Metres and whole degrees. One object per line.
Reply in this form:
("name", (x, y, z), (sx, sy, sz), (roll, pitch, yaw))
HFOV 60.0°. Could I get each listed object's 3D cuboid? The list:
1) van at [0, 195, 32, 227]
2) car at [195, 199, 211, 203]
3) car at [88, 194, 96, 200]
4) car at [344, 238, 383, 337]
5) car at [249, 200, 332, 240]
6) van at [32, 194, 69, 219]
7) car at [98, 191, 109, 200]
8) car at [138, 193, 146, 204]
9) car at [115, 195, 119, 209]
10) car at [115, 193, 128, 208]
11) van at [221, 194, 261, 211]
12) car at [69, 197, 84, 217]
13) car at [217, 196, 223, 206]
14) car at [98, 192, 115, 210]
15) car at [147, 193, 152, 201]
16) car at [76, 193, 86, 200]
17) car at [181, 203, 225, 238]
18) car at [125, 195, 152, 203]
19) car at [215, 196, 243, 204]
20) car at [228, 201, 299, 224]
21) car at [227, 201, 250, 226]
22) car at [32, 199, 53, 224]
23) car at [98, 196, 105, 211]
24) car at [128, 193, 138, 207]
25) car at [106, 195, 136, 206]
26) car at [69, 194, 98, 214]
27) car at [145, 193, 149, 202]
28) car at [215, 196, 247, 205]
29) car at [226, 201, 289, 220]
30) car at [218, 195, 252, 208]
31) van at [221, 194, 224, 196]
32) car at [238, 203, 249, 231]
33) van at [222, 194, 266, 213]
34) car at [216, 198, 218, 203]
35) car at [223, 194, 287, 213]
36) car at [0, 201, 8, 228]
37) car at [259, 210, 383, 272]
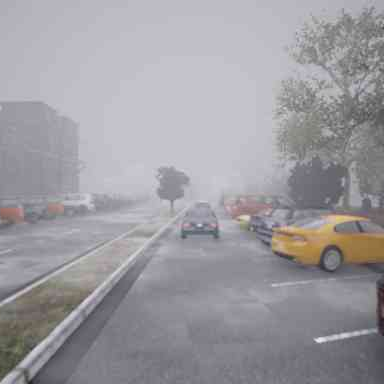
("van", (-12.836, 1.247, 20.928), (4.442, 1.987, 1.878), (-1, 0, -18))
("car", (1.263, 1.532, 39.334), (1.812, 1.442, 4.674), (0, 0, 2))
("car", (-25.922, 1.207, 86.262), (2.002, 1.452, 4.674), (1, -1, -17))
("car", (4.890, 1.517, 4.652), (4.792, 1.488, 2.163), (1, 0, -19))
("car", (5.008, 1.361, 13.519), (4.553, 1.767, 2.185), (1, 0, -18))
("van", (-12.603, 1.249, 26.948), (4.442, 1.987, 1.878), (-1, 0, -18))
("car", (-22.951, 0.912, 86.083), (2.435, 2.045, 5.566), (1, -1, -17))
("car", (-11.345, 1.485, 59.958), (5.008, 1.535, 2.097), (-1, 0, -17))
("car", (-12.074, 1.509, 41.936), (4.792, 1.488, 2.163), (-1, 0, -18))
("car", (-11.958, 1.229, 44.942), (5.566, 2.045, 2.435), (-1, 0, -18))
("van", (5.924, 1.262, 40.238), (4.442, 1.987, 1.878), (1, 0, -18))
("car", (-12.591, 1.477, 29.914), (5.008, 1.535, 2.097), (-1, 0, -18))
("car", (5.502, 1.483, 31.294), (5.366, 1.575, 1.946), (1, 0, -18))
("car", (-12.252, 1.228, 38.907), (5.566, 2.045, 2.435), (-1, 0, -18))
("car", (-11.099, 1.224, 65.979), (5.566, 2.045, 2.435), (-1, 0, -17))
("car", (-28.875, 1.170, 86.417), (2.231, 1.521, 4.892), (0, -1, -17))
("car", (0.440, 1.551, 17.585), (2.033, 1.411, 5.357), (0, 0, 2))
("car", (-11.115, 1.460, 68.957), (5.366, 1.575, 1.946), (-1, 1, -17))
("car", (6.924, 1.492, 62.341), (4.892, 1.521, 2.231), (1, 0, -18))
("car", (5.418, 1.517, 25.392), (4.792, 1.488, 2.163), (1, 0, -18))
("car", (5.047, 1.482, 19.400), (5.366, 1.575, 1.946), (1, 0, -18))
("car", (-12.855, 1.505, 23.886), (4.792, 1.488, 2.163), (-1, 0, -18))
("car", (-12.348, 1.478, 35.919), (5.008, 1.535, 2.097), (-1, 0, -18))
("car", (-11.711, 1.231, 50.951), (5.566, 2.045, 2.435), (-1, 0, -18))
("car", (-11.575, 1.357, 53.944), (4.553, 1.767, 2.185), (-1, 0, -18))
("car", (-12.495, 1.227, 32.904), (5.566, 2.045, 2.435), (-1, 0, -18))
("car", (-11.206, 1.522, 62.980), (4.674, 1.452, 2.002), (-1, 0, -17))
("car", (6.965, 1.490, 59.012), (5.366, 1.575, 1.946), (1, 0, -18))
("car", (5.588, 1.518, 28.391), (4.792, 1.488, 2.163), (1, 0, -18))
("car", (6.360, 1.364, 49.193), (4.553, 1.767, 2.185), (1, 0, -18))
("van", (5.691, 1.261, 34.287), (4.442, 1.987, 1.878), (1, 0, -18))
("car", (5.117, 1.488, 16.495), (4.892, 1.521, 2.231), (1, 0, -18))
("van", (5.807, 1.261, 37.263), (4.442, 1.987, 1.878), (1, 0, -18))
("car", (6.181, 1.238, 43.261), (5.566, 2.045, 2.435), (1, 0, -18))
("car", (5.358, 1.236, 22.444), (5.566, 2.045, 2.435), (1, 0, -18))
("car", (-13.225, 1.472, 17.813), (5.366, 1.575, 1.946), (-1, 0, -18))
("car", (4.953, 1.487, 10.563), (5.008, 1.535, 2.097), (1, 0, -18))
